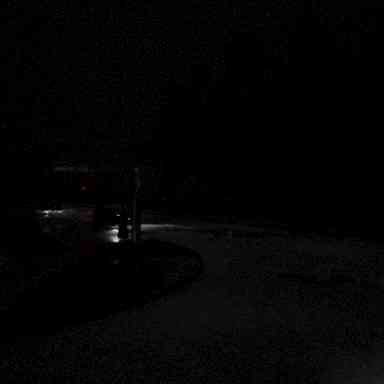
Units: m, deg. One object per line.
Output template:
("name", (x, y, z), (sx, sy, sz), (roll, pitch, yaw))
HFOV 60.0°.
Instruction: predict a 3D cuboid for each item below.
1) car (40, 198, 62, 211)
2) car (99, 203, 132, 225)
("car", (-17.695, 1.498, 41.521), (1.837, 1.490, 4.892), (0, -1, -35))
("car", (-5.574, 1.517, 24.269), (1.812, 1.442, 4.674), (0, 0, -35))
